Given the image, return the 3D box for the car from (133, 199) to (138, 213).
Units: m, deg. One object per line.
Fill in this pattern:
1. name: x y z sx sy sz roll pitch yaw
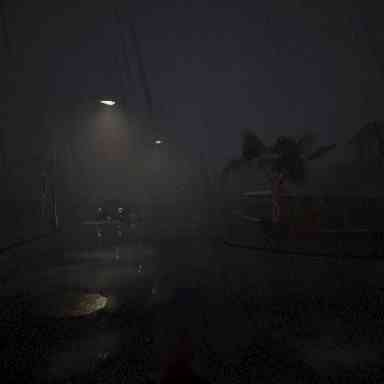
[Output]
1. car: -7.098 1.505 37.171 1.837 1.490 4.892 0 0 -4

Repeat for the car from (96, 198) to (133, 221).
1. car: -6.304 1.352 26.832 2.097 1.767 4.553 0 0 -4

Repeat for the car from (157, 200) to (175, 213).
1. car: -2.935 1.601 37.387 1.895 1.301 4.718 0 0 -4
